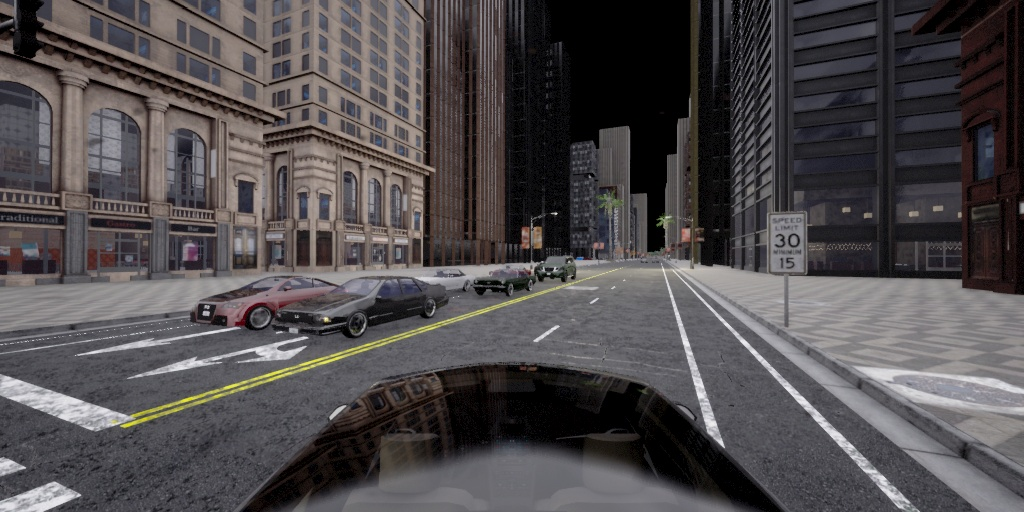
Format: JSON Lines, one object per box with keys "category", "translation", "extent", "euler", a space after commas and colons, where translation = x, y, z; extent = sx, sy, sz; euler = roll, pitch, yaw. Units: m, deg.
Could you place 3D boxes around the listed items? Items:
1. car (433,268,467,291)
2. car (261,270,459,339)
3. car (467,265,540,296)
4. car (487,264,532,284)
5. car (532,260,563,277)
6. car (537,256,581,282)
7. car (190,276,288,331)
{"category": "car", "translation": [-3.871, 1.356, 19.278], "extent": [1.895, 1.301, 4.718], "euler": [0, 0, 22]}
{"category": "car", "translation": [-3.934, 1.299, 10.576], "extent": [2.033, 1.411, 5.357], "euler": [0, 0, 22]}
{"category": "car", "translation": [-0.287, 1.357, 19.444], "extent": [1.895, 1.301, 4.718], "euler": [0, 0, 23]}
{"category": "car", "translation": [-0.081, 1.364, 28.490], "extent": [1.895, 1.301, 4.718], "euler": [0, 0, 23]}
{"category": "car", "translation": [3.835, 1.250, 37.915], "extent": [1.882, 1.535, 5.008], "euler": [0, 0, 23]}
{"category": "car", "translation": [3.784, 0.986, 29.336], "extent": [2.150, 2.045, 5.566], "euler": [0, 0, 22]}
{"category": "car", "translation": [-7.198, 1.315, 11.173], "extent": [1.994, 1.385, 4.181], "euler": [0, 0, 23]}
